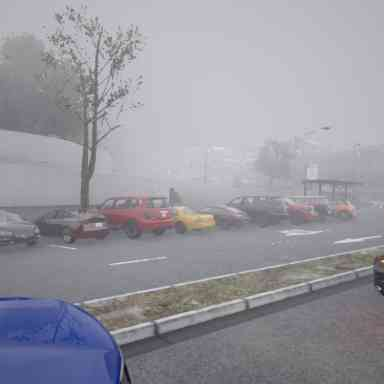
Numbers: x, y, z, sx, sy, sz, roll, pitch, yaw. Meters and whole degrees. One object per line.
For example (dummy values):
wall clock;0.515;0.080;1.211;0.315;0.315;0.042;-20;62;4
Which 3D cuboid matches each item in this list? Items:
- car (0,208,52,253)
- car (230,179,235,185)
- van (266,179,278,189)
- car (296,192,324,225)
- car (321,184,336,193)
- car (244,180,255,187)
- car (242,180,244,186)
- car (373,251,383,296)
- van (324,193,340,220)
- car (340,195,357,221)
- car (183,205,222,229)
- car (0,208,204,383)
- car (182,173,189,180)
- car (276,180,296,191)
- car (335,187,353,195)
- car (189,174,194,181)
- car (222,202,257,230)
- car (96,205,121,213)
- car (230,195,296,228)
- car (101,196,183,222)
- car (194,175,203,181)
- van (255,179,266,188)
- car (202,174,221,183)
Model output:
car;-8.436;1.494;14.195;4.892;1.521;2.231;-1;-1;35
car;10.730;-2.316;78.683;2.002;1.452;4.674;7;3;35
van;17.586;-1.489;68.683;1.878;1.987;4.442;7;4;35
car;6.318;1.268;24.573;5.566;2.045;2.435;-1;-1;35
car;24.536;-0.425;58.921;2.435;2.045;5.566;7;3;35
car;14.294;-1.811;73.893;1.946;1.575;5.366;7;3;35
car;12.467;-2.042;76.217;2.002;1.452;4.674;7;4;35
car;5.853;1.515;7.278;4.892;1.490;1.837;0;0;-35
van;8.860;1.297;26.238;4.442;1.987;1.878;-1;-1;35
car;11.272;1.404;27.983;4.553;1.767;2.185;-1;-1;35
car;-1.240;1.503;19.499;5.366;1.575;1.946;-1;-1;35
car;-2.841;1.221;1.110;5.566;2.045;2.150;0;0;-35
car;0.280;-4.083;93.410;2.185;1.767;4.553;4;1;34
car;19.341;-0.991;66.317;2.231;1.521;4.892;7;3;35
car;26.222;0.138;56.445;2.002;1.452;4.674;7;3;35
car;2.005;-3.849;90.936;2.185;1.767;4.553;6;3;34
car;1.370;1.549;21.121;4.674;1.452;2.002;-1;-1;35
car;-6.012;1.524;15.936;4.792;1.488;2.163;-1;-1;35
car;3.801;1.263;22.873;5.566;2.045;2.435;-1;-1;35
car;-3.564;1.248;17.676;5.566;2.045;2.435;-1;-1;35
car;3.794;-3.697;88.467;2.435;2.045;5.566;7;3;34
van;15.863;-1.763;71.158;1.878;1.987;4.442;7;4;35
car;5.640;-3.174;86.203;1.946;1.575;5.366;7;3;34
